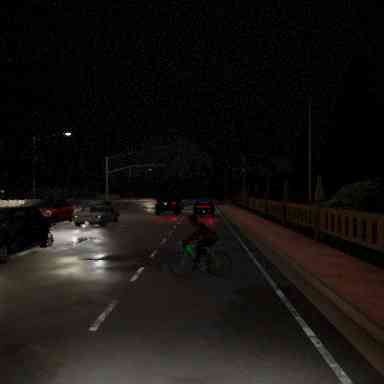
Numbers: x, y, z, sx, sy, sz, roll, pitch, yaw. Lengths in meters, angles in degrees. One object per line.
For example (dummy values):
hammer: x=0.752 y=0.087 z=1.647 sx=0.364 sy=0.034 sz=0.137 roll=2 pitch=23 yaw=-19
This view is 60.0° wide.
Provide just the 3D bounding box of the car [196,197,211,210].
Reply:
car: x=1.576 y=1.475 z=44.484 sx=1.882 sy=1.535 sz=5.008 roll=0 pitch=0 yaw=2

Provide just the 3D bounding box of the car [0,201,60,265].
car: x=-6.762 y=1.350 z=11.640 sx=2.097 sy=1.767 sz=4.553 roll=0 pitch=0 yaw=2

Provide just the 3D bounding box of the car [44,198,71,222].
car: x=-9.858 y=1.350 z=23.010 sx=2.097 sy=1.767 sz=4.553 roll=0 pitch=0 yaw=2

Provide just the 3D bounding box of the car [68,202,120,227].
car: x=-6.373 y=1.599 z=22.607 sx=1.895 sy=1.301 sz=4.718 roll=0 pitch=0 yaw=2

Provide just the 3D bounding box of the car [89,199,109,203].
car: x=-9.454 y=1.489 z=33.425 sx=2.128 sy=1.511 sz=4.902 roll=0 pitch=0 yaw=2

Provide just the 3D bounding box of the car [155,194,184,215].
car: x=-2.343 y=1.219 z=33.666 sx=2.150 sy=2.045 sz=5.566 roll=0 pitch=0 yaw=2

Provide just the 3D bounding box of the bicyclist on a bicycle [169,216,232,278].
bicyclist on a bicycle: x=0.209 y=1.447 z=8.716 sx=1.656 sy=1.620 sz=0.582 roll=-2 pitch=0 yaw=2

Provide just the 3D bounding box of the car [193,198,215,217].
car: x=1.111 y=1.485 z=30.893 sx=2.128 sy=1.511 sz=4.902 roll=0 pitch=0 yaw=2
